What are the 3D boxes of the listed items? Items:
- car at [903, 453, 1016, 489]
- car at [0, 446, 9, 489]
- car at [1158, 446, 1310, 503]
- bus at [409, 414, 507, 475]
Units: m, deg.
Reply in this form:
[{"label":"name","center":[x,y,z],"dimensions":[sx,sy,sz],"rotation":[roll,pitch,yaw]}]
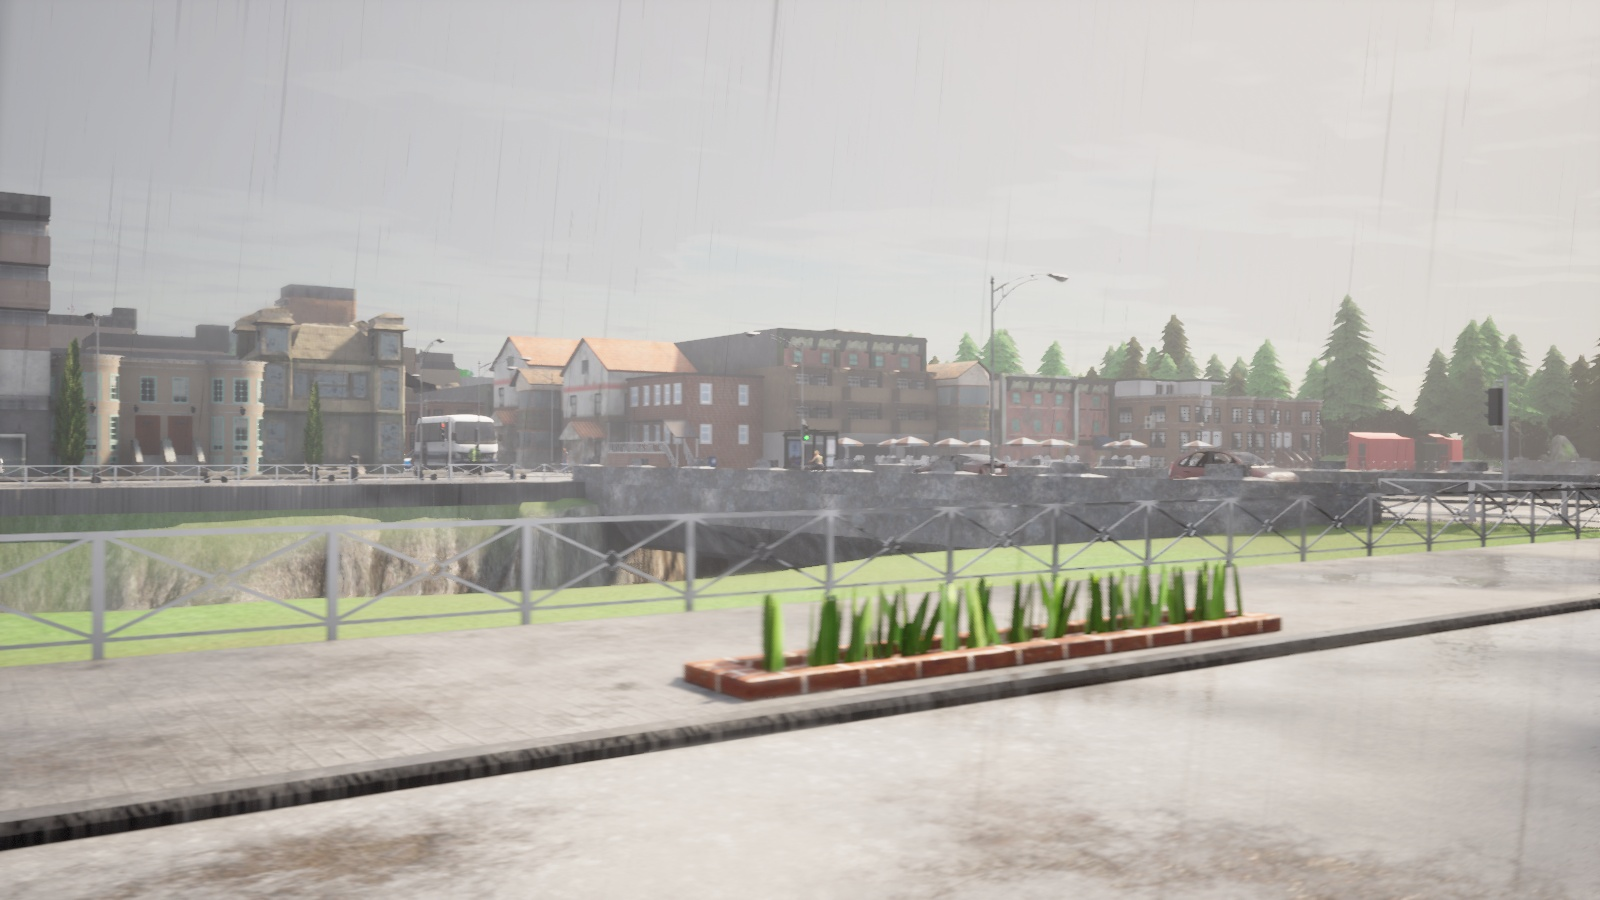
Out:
[{"label":"car","center":[6.759,0.862,53.666],"dimensions":[2.163,1.488,4.792],"rotation":[0,0,-35]},{"label":"car","center":[-36.720,0.771,53.907],"dimensions":[4.605,1.855,1.932],"rotation":[0,0,-35]},{"label":"car","center":[12.981,0.708,37.741],"dimensions":[1.851,1.617,3.988],"rotation":[0,0,-35]},{"label":"bus","center":[-25.429,-0.350,92.925],"dimensions":[3.944,4.253,10.273],"rotation":[0,0,-33]}]
